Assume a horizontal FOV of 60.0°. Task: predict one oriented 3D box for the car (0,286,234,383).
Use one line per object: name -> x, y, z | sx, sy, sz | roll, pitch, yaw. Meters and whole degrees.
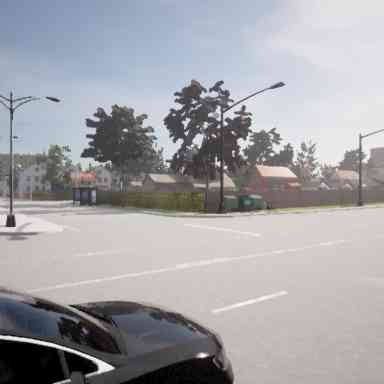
car -> -1.850, 1.503, 2.421 | 4.892, 1.490, 1.837 | 0, 0, -36
